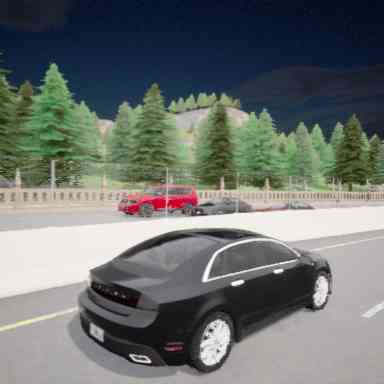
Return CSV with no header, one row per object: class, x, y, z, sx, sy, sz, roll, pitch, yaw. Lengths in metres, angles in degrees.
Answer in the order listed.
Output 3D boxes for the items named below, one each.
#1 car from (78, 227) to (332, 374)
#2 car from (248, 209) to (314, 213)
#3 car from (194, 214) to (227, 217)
car,0.634,1.357,5.523,4.892,1.490,1.837,0,2,-45
car,5.500,1.202,19.192,4.718,1.301,1.895,0,2,-37
car,1.977,1.033,20.836,4.181,1.385,1.994,0,2,-38
